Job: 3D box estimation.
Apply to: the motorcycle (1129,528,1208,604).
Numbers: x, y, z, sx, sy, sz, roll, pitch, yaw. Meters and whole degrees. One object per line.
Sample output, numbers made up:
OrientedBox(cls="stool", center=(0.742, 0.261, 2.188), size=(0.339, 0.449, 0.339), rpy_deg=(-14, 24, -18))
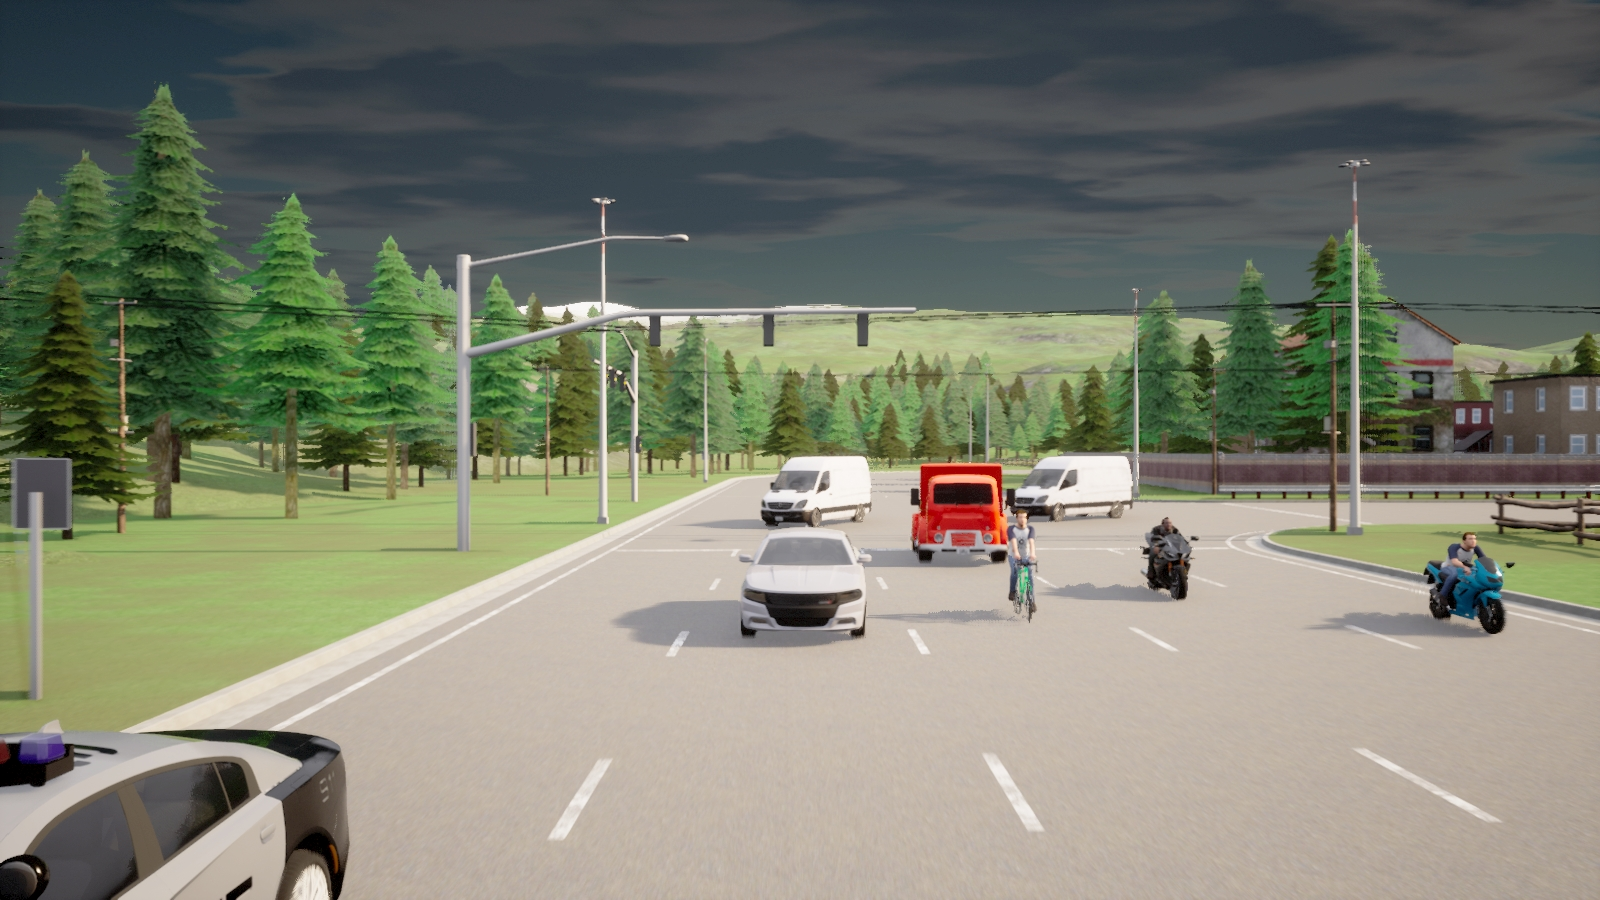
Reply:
OrientedBox(cls="motorcycle", center=(7.078, 2.205, 22.069), size=(0.867, 1.251, 2.209), rpy_deg=(0, 0, 1))

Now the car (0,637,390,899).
OrientedBox(cls="car", center=(-3.609, 1.982, 4.500), size=(2.097, 1.638, 5.238), rpy_deg=(0, 0, 0))

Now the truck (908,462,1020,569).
OrientedBox(cls="truck", center=(4.154, 1.570, 29.676), size=(2.627, 2.467, 5.204), rpy_deg=(0, 0, 6))

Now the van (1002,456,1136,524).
OrientedBox(cls="van", center=(10.920, 1.534, 46.070), size=(5.915, 2.561, 1.988), rpy_deg=(0, -1, -38))

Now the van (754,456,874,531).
OrientedBox(cls="van", center=(0.649, 1.534, 42.729), size=(1.988, 2.561, 5.915), rpy_deg=(0, 0, 28))

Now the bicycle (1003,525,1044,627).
OrientedBox(cls="bicycle", center=(3.693, 2.056, 18.951), size=(0.373, 1.496, 1.643), rpy_deg=(0, 0, 1))

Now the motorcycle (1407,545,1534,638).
OrientedBox(cls="motorcycle", center=(10.507, 2.186, 17.993), size=(0.803, 1.199, 2.033), rpy_deg=(0, 0, 0))

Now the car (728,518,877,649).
OrientedBox(cls="car", center=(0.097, 2.034, 18.648), size=(2.097, 1.535, 5.006), rpy_deg=(0, 0, 1))
